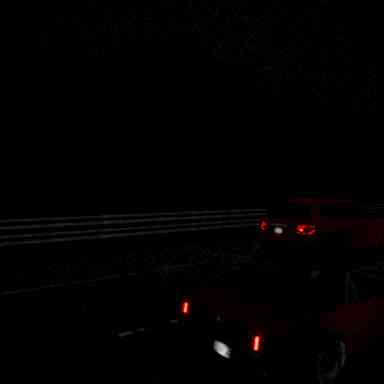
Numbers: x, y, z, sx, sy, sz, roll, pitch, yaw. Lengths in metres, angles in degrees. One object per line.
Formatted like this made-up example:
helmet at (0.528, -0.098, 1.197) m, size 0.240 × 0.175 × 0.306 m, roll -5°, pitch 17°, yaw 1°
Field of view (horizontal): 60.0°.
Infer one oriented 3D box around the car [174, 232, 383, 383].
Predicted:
car at (2.165, 1.604, 5.292) m, size 4.718 × 1.301 × 1.895 m, roll 0°, pitch 0°, yaw -35°

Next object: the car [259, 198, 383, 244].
car at (4.746, 1.226, 11.420) m, size 5.566 × 2.045 × 2.150 m, roll 0°, pitch 0°, yaw -36°
